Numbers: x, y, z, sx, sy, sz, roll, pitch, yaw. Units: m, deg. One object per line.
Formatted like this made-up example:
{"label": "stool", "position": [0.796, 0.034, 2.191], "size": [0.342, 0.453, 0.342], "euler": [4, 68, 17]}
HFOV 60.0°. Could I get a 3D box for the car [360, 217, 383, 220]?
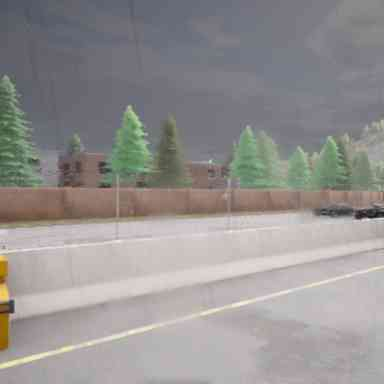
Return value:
{"label": "car", "position": [15.660, 1.685, 27.986], "size": [4.718, 1.301, 1.895], "euler": [0, 0, -35]}
